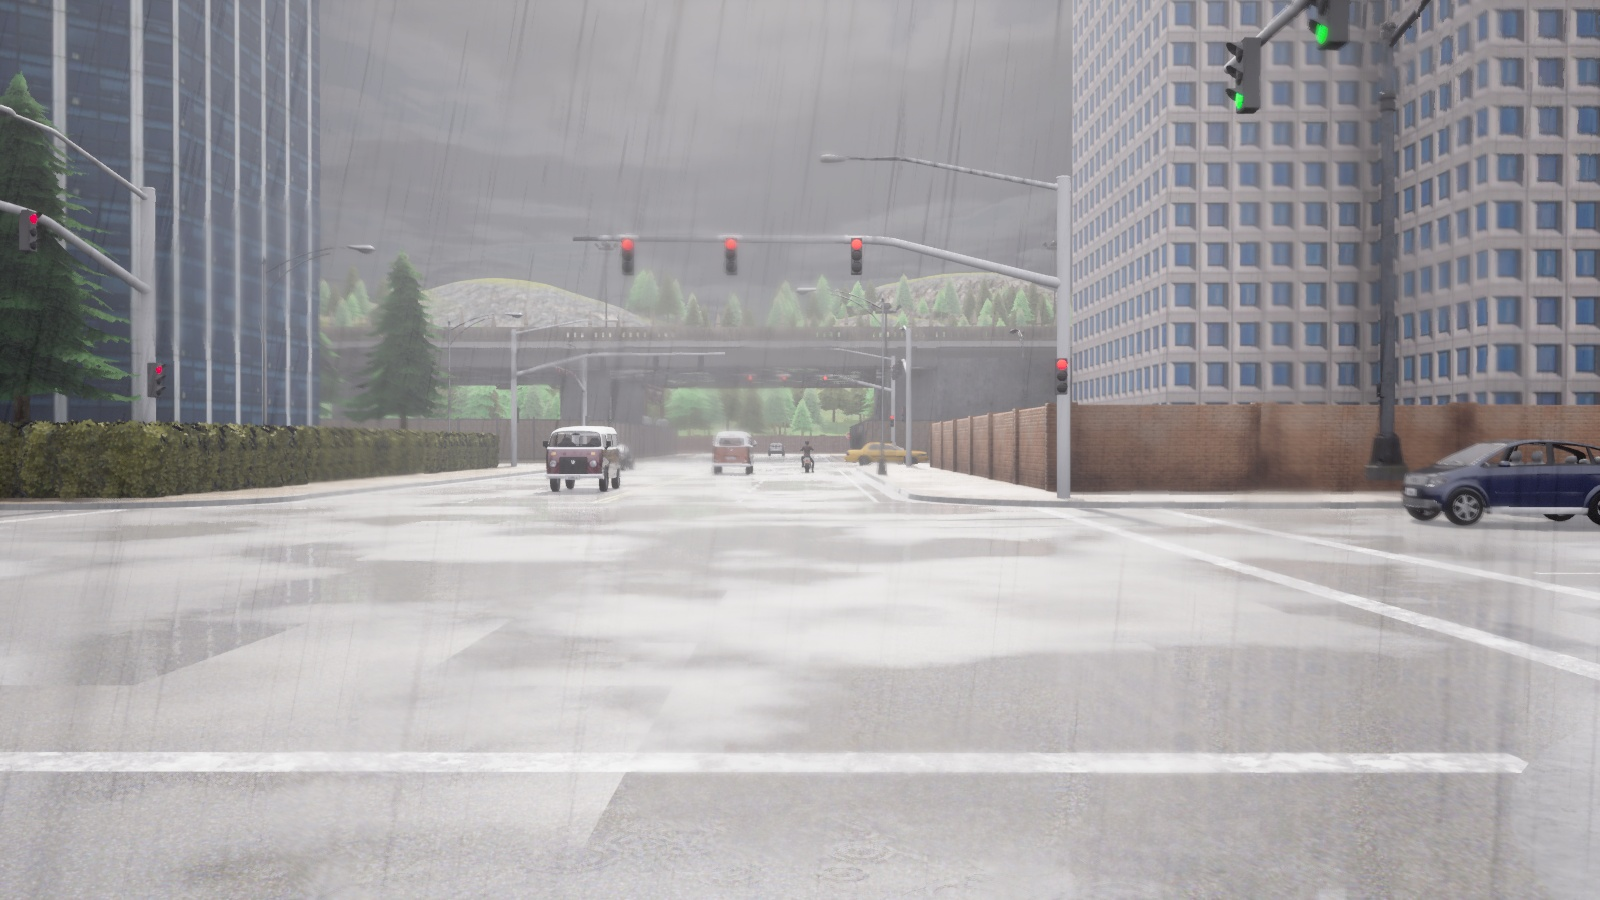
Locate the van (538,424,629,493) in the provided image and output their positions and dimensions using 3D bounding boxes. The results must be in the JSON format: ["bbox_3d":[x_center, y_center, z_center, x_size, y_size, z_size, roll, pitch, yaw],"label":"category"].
[{"bbox_3d":[-6.770,0.240,39.687,2.069,2.038,4.480,0,0,0],"label":"van"}]

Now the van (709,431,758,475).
[{"bbox_3d":[-3.158,0.126,60.408,2.069,2.038,4.480,0,0,0],"label":"van"}]

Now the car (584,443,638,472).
[{"bbox_3d":[-10.120,0.358,67.443,2.163,1.488,4.792,0,0,0],"label":"car"}]

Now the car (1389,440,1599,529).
[{"bbox_3d":[13.058,0.606,22.997,3.705,1.549,1.789,0,0,1],"label":"car"}]

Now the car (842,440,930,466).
[{"bbox_3d":[5.438,0.199,79.352,5.366,1.575,1.801,0,0,14],"label":"car"}]
